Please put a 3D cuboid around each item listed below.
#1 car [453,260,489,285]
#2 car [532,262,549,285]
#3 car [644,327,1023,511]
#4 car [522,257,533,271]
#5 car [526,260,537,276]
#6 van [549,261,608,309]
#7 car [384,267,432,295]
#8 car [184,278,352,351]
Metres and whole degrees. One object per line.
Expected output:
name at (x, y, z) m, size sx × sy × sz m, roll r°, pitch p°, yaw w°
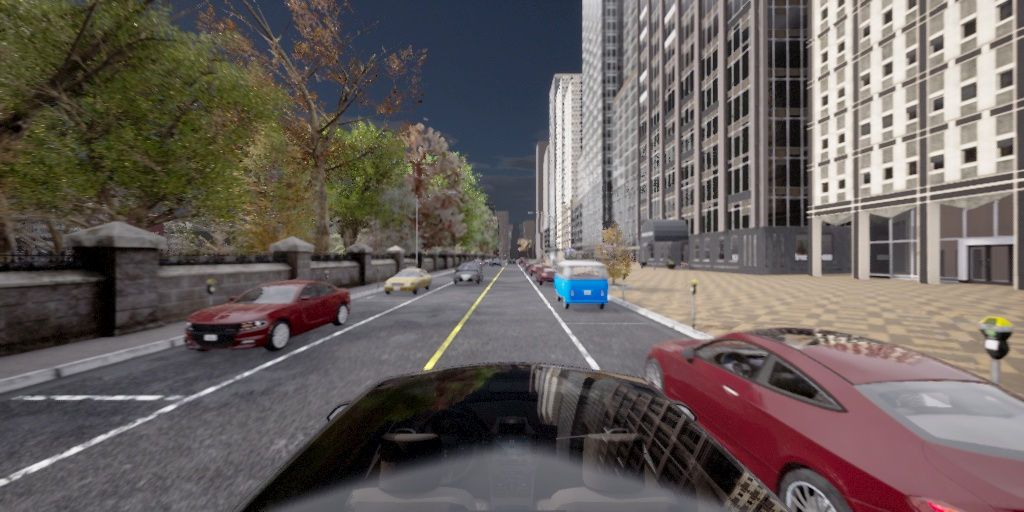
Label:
car at (-3.099, 1.260, 26.416) m, size 2.128 × 1.511 × 4.902 m, roll 0°, pitch 0°, yaw 0°
car at (2.689, 1.351, 25.912) m, size 1.802 × 1.307 × 4.207 m, roll 0°, pitch 0°, yaw 0°
car at (2.690, 1.333, 3.384) m, size 1.802 × 1.307 × 4.207 m, roll 0°, pitch 0°, yaw 0°
car at (2.689, 1.235, 48.442) m, size 1.967 × 1.591 × 4.097 m, roll 0°, pitch 0°, yaw 0°
car at (2.689, 1.364, 37.177) m, size 1.802 × 1.307 × 4.207 m, roll 0°, pitch 0°, yaw 0°
van at (2.689, 1.099, 14.649) m, size 1.690 × 1.789 × 3.998 m, roll 0°, pitch 0°, yaw 0°
car at (-5.691, 1.288, 20.111) m, size 1.751 × 1.417 × 4.829 m, roll 0°, pitch 0°, yaw 0°
car at (-5.691, 1.299, 9.016) m, size 1.888 × 1.381 × 4.507 m, roll 0°, pitch 0°, yaw 0°
